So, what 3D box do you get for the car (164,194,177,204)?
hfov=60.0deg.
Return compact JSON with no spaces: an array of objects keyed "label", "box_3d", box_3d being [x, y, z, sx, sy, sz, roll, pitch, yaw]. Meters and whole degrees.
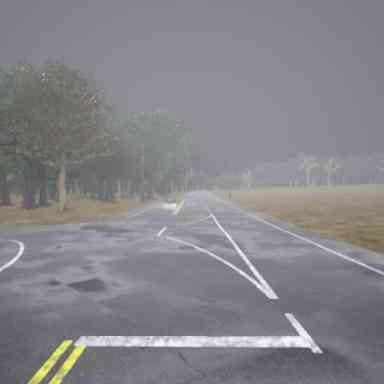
[{"label":"car","box_3d":[-3.428,1.088,53.486,2.128,1.511,4.902,0,1,0]}]
